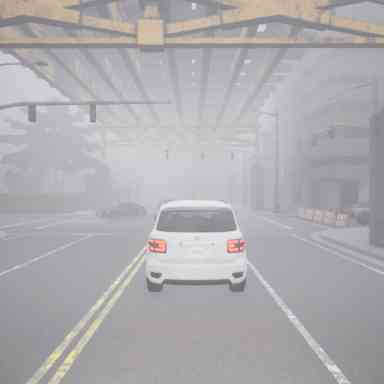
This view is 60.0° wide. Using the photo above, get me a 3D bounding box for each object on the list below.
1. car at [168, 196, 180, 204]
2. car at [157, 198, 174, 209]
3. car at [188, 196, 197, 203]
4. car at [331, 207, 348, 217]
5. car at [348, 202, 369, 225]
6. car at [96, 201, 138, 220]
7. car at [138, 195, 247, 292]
[{"bbox_3d":[-3.457,1.580,63.719,1.994,1.385,4.181,0,0,0],"label":"car"},{"bbox_3d":[-3.559,1.564,45.643,1.994,1.385,4.181,0,0,0],"label":"car"},{"bbox_3d":[0.147,1.526,68.196,1.812,1.442,4.674,0,0,0],"label":"car"},{"bbox_3d":[13.653,1.295,26.257,4.536,1.218,1.853,0,0,25],"label":"car"},{"bbox_3d":[13.277,1.453,22.120,4.974,1.542,2.038,0,0,-20],"label":"car"},{"bbox_3d":[-5.831,1.525,28.133,1.812,1.442,4.674,1,1,39],"label":"car"},{"bbox_3d":[0.085,1.221,9.075,2.150,2.045,5.566,0,0,0],"label":"car"}]
